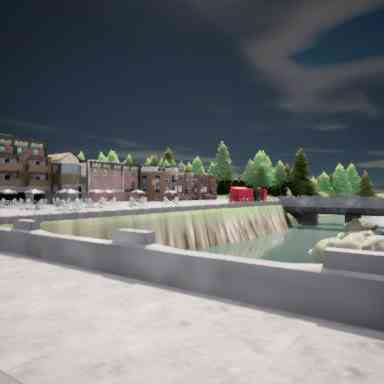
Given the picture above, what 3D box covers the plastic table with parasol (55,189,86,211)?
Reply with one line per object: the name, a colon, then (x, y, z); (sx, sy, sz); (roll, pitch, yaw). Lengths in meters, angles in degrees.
plastic table with parasol: (-14.231, 0.896, 38.954); (2.482, 2.480, 2.482); (0, 0, 36)
